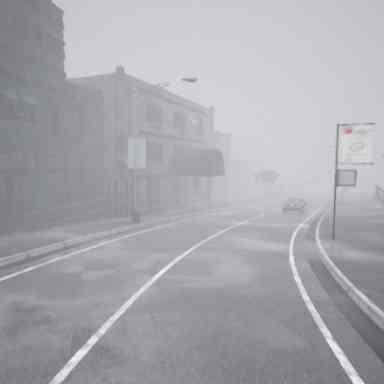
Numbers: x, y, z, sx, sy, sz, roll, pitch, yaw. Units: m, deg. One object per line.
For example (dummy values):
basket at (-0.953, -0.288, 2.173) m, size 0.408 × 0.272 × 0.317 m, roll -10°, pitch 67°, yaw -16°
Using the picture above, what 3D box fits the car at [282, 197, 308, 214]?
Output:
car at (9.758, 1.199, 31.320) m, size 2.033 × 1.411 × 5.357 m, roll 3°, pitch 2°, yaw 25°
